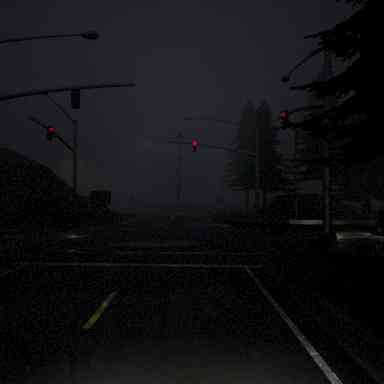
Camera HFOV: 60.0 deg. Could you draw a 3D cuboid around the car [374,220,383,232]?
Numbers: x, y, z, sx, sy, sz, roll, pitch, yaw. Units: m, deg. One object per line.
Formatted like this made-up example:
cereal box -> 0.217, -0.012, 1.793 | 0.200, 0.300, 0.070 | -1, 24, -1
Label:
car -> 14.210, 1.867, 21.210 | 4.553, 1.767, 2.097 | 0, -1, 0
